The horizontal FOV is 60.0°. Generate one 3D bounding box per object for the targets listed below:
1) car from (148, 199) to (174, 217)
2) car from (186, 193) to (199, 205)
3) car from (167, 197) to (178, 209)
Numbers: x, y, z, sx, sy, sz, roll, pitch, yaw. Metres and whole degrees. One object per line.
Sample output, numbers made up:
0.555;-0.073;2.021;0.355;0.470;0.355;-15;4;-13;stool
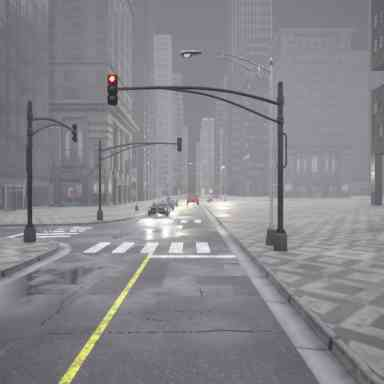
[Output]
-3.087;1.601;31.937;1.895;1.301;4.718;0;0;0;car
0.126;1.235;59.011;2.150;2.045;5.566;0;0;0;car
-3.084;1.603;41.281;1.895;1.301;4.718;0;0;0;car
